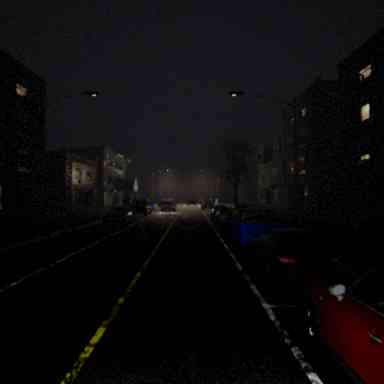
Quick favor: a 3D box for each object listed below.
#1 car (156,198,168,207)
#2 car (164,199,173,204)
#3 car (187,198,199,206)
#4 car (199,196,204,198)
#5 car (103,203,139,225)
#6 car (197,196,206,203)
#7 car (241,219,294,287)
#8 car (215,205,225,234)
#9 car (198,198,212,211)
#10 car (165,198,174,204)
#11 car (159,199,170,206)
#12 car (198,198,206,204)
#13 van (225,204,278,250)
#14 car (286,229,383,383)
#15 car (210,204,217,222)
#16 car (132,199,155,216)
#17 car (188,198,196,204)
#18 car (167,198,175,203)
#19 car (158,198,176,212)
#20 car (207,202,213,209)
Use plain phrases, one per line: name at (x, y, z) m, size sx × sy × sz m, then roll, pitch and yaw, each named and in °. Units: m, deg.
car at (-5.754, 2.033, 64.802) m, size 1.967 × 1.590 × 4.097 m, roll -1°, pitch -1°, yaw 0°
car at (-5.768, 2.325, 81.445) m, size 1.802 × 1.307 × 4.206 m, roll -1°, pitch -1°, yaw 0°
car at (-0.064, 2.130, 68.100) m, size 1.812 × 1.442 × 4.674 m, roll 0°, pitch -1°, yaw 0°
car at (2.612, 2.309, 81.455) m, size 1.947 × 1.339 × 4.313 m, roll -1°, pitch -1°, yaw 0°
car at (-5.717, 1.790, 25.964) m, size 2.008 × 1.369 × 4.403 m, roll -1°, pitch -1°, yaw 0°
car at (2.599, 2.158, 92.554) m, size 2.192 × 1.841 × 5.009 m, roll -1°, pitch -1°, yaw 0°
car at (2.680, 1.669, 9.329) m, size 1.802 × 1.307 × 4.206 m, roll -1°, pitch -1°, yaw 0°
car at (2.669, 1.733, 20.426) m, size 1.887 × 1.381 × 4.507 m, roll -1°, pitch -1°, yaw 0°
car at (2.305, 1.978, 49.445) m, size 1.812 × 1.442 × 4.674 m, roll 0°, pitch -1°, yaw 0°
car at (-5.774, 2.344, 86.993) m, size 2.008 × 1.369 × 4.403 m, roll -1°, pitch -1°, yaw 0°
car at (-5.758, 2.187, 70.349) m, size 1.887 × 1.381 × 4.507 m, roll -1°, pitch -1°, yaw 0°
car at (2.607, 2.320, 87.173) m, size 1.752 × 1.417 × 4.829 m, roll -1°, pitch -1°, yaw 0°
van at (2.672, 1.478, 14.880) m, size 1.690 × 1.788 × 3.998 m, roll -1°, pitch -1°, yaw 0°
car at (2.683, 1.476, 3.782) m, size 1.967 × 1.590 × 4.097 m, roll -1°, pitch -1°, yaw 0°
car at (2.663, 1.821, 25.974) m, size 1.802 × 1.307 × 4.206 m, roll -1°, pitch -1°, yaw 0°
car at (-5.729, 1.655, 37.063) m, size 2.192 × 1.841 × 5.009 m, roll -1°, pitch -1°, yaw 0°
car at (-0.079, 2.295, 84.827) m, size 1.895 × 1.301 × 4.718 m, roll 0°, pitch -1°, yaw 0°
car at (-5.779, 2.425, 92.542) m, size 1.802 × 1.307 × 4.206 m, roll -1°, pitch -1°, yaw 0°
car at (-3.127, 1.933, 44.395) m, size 1.812 × 1.442 × 4.674 m, roll 0°, pitch -1°, yaw 0°
car at (2.659, 1.871, 31.522) m, size 1.802 × 1.307 × 4.206 m, roll -1°, pitch -1°, yaw 0°
